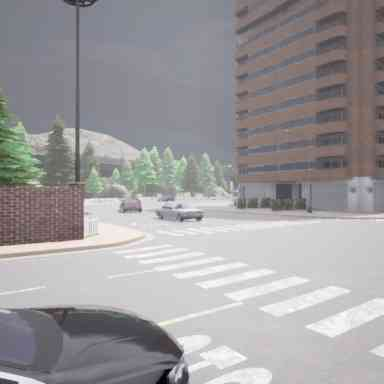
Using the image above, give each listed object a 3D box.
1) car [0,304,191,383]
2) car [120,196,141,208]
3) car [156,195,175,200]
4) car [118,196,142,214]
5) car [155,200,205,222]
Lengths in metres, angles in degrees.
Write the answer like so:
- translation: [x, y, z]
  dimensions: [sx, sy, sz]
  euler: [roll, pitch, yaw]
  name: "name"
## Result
- translation: [-2.235, 1.492, 2.152]
  dimensions: [4.902, 1.511, 2.128]
  euler: [0, 0, -36]
  name: "car"
- translation: [-9.088, 1.448, 49.504]
  dimensions: [1.837, 1.490, 4.892]
  euler: [0, 0, 5]
  name: "car"
- translation: [-4.968, 1.274, 64.045]
  dimensions: [1.812, 1.442, 4.674]
  euler: [0, 0, 31]
  name: "car"
- translation: [-6.641, 1.470, 35.554]
  dimensions: [1.812, 1.442, 4.674]
  euler: [0, 0, -21]
  name: "car"
- translation: [-1.036, 1.545, 25.875]
  dimensions: [1.895, 1.301, 4.718]
  euler: [0, 0, -34]
  name: "car"
